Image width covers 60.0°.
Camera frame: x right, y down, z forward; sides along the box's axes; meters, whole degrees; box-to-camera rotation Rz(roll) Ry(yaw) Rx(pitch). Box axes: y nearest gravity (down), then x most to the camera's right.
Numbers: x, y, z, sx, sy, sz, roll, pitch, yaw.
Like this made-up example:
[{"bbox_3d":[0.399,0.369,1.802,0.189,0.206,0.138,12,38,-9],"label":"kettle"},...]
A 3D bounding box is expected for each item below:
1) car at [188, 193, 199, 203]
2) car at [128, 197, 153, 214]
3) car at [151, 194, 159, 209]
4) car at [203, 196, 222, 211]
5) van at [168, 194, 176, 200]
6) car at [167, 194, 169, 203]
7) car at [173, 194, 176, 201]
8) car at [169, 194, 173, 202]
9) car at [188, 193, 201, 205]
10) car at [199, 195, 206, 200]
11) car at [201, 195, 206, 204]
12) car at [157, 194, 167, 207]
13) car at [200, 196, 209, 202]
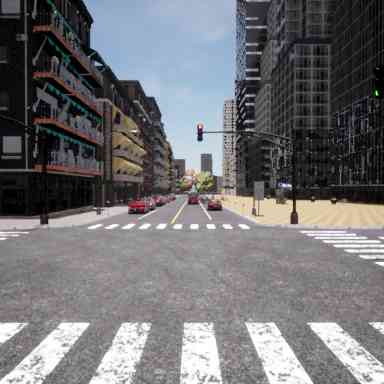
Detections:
[{"bbox_3d":[0.264,1.223,70.034,2.150,2.045,5.566,0,0,0],"label":"car"},{"bbox_3d":[-5.625,1.540,35.400,1.887,1.381,4.507,-1,0,0],"label":"car"},{"bbox_3d":[-5.615,1.436,41.049,1.967,1.590,4.097,-1,0,0],"label":"car"},{"bbox_3d":[2.733,1.540,41.089,1.887,1.381,4.507,-1,0,0],"label":"car"},{"bbox_3d":[-5.508,1.350,91.889,1.690,1.788,3.998,-1,0,0],"label":"van"},{"bbox_3d":[-5.579,1.439,57.996,1.967,1.590,4.097,-1,0,0],"label":"car"},{"bbox_3d":[-5.521,1.322,86.241,2.192,1.841,5.009,-1,0,0],"label":"car"},{"bbox_3d":[-5.553,1.583,69.294,1.802,1.307,4.206,-1,0,0],"label":"car"},{"bbox_3d":[0.228,1.477,59.769,1.882,1.535,5.008,0,0,0],"label":"car"},{"bbox_3d":[2.842,1.534,92.100,1.752,1.417,4.829,-1,0,0],"label":"car"},{"bbox_3d":[2.782,1.551,63.685,2.008,1.369,4.403,-1,0,0],"label":"car"},{"bbox_3d":[-5.593,1.312,52.348,2.192,1.841,5.009,-1,0,0],"label":"car"},{"bbox_3d":[2.806,1.548,74.983,1.887,1.381,4.507,-1,0,0],"label":"car"}]
